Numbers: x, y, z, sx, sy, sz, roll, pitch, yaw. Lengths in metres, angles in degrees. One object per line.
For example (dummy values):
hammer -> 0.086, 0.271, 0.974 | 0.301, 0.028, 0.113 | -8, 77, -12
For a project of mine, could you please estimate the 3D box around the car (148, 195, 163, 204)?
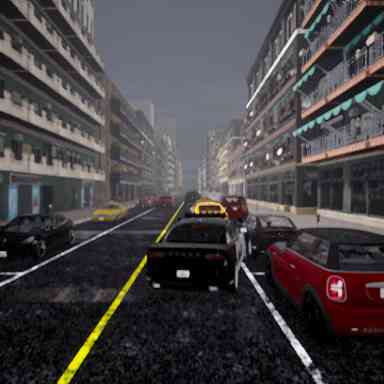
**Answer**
car -> -5.634, 1.140, 51.570 | 1.802, 1.307, 4.206 | 0, 0, 0

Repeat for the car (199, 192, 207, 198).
car -> 2.784, 0.806, 85.373 | 1.887, 1.381, 4.507 | 0, 1, 0

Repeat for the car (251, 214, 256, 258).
car -> 2.705, 1.448, 12.103 | 2.008, 1.369, 4.403 | 0, 0, 0

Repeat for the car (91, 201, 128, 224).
car -> -5.664, 1.329, 23.218 | 1.752, 1.417, 4.829 | 0, 0, 0

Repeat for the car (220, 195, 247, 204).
car -> 2.718, 1.117, 23.373 | 2.192, 1.841, 5.009 | 0, 0, 0

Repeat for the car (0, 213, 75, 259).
car -> -5.676, 1.463, 12.115 | 1.947, 1.339, 4.313 | 0, 0, 0

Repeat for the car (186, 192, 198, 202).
car -> 0.064, 0.837, 59.947 | 2.097, 1.767, 4.553 | 0, 1, 0

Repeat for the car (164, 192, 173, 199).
car -> -5.602, 0.751, 79.749 | 1.967, 1.590, 4.097 | 0, 1, 0

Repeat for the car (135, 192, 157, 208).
car -> -5.645, 1.096, 40.297 | 1.967, 1.590, 4.097 | 0, 0, 0

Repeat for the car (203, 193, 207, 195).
car -> 2.772, 0.885, 74.271 | 1.752, 1.417, 4.829 | 0, 1, 0

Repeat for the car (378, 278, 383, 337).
car -> 2.692, 1.537, 0.831 | 1.887, 1.381, 4.507 | 0, 0, 0

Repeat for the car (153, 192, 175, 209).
car -> -3.056, 1.144, 39.080 | 1.882, 1.535, 5.008 | 0, 0, 0

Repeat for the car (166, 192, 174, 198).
car -> -5.596, 0.806, 85.387 | 1.887, 1.381, 4.507 | 0, 1, 0

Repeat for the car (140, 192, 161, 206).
car -> -5.638, 0.922, 45.932 | 2.192, 1.841, 5.009 | 0, 0, 0

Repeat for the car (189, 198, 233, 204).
car -> 0.920, 1.320, 18.601 | 1.882, 1.535, 5.008 | 0, 0, 0

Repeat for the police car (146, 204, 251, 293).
police car -> 0.398, 1.346, 8.939 | 1.930, 1.638, 5.238 | -1, 1, 13

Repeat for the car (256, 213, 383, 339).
car -> 2.699, 1.385, 6.466 | 1.967, 1.590, 4.097 | 0, 0, 0

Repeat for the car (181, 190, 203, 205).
car -> 0.052, 0.834, 45.257 | 2.150, 2.045, 5.566 | 0, 0, 0

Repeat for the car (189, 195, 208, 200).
car -> 0.856, 1.246, 24.783 | 1.801, 1.575, 5.366 | 0, 0, -1
